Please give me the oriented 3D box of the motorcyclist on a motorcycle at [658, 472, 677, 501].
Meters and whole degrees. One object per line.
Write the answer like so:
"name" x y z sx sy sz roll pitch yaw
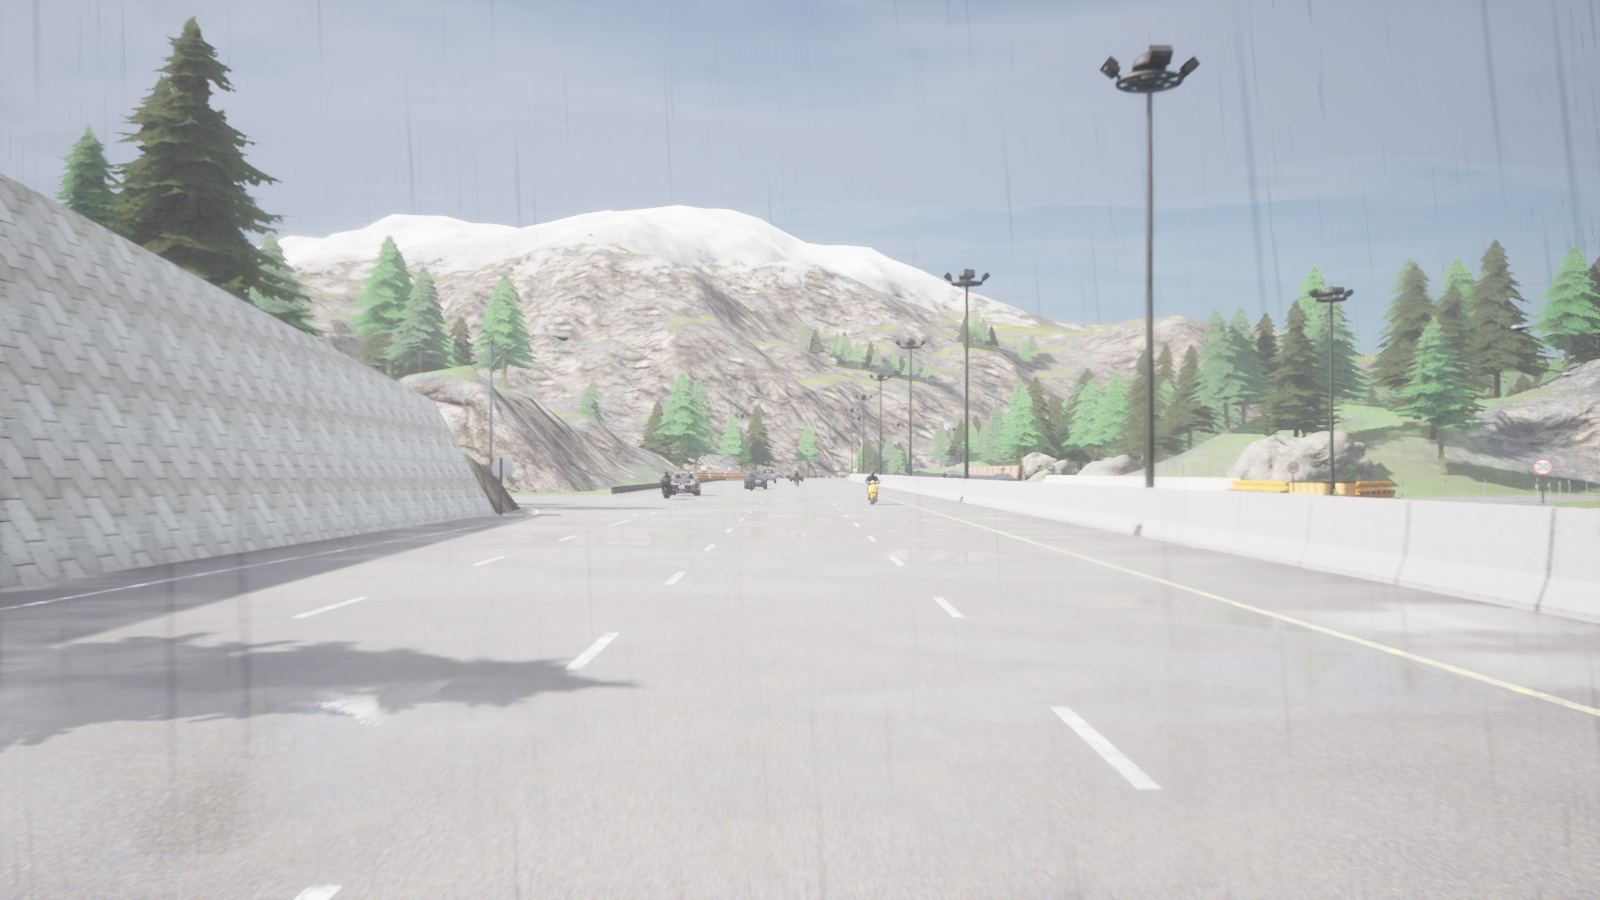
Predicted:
"motorcyclist on a motorcycle" -7.165 1.958 67.909 0.797 1.523 2.044 0 -1 0

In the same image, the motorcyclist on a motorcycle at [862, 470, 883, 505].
"motorcyclist on a motorcycle" 3.359 1.723 58.044 0.866 1.590 1.817 0 -1 0

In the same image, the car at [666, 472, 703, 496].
"car" -7.190 2.117 78.423 1.970 1.475 3.806 0 -1 0
